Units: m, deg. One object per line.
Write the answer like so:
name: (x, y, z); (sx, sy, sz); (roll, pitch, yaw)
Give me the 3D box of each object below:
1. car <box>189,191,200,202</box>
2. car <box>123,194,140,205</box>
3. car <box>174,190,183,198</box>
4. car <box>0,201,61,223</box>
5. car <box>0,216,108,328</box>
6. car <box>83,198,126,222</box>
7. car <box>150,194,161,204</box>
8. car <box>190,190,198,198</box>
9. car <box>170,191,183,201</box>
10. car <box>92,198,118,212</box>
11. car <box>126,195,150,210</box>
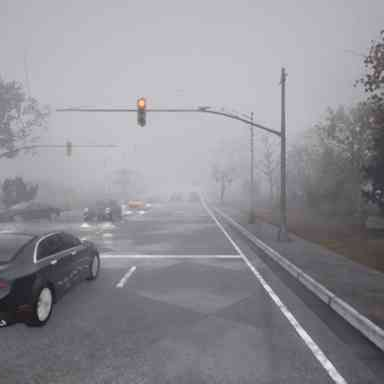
car: (0.492, 0.978, 63.880); (2.128, 1.511, 4.902); (0, 3, 0)
car: (-10.243, 1.300, 56.706); (1.882, 1.535, 5.008); (0, 2, 1)
car: (-3.032, 0.415, 74.460); (1.882, 1.535, 5.008); (0, 3, 0)
car: (-12.257, 1.467, 25.039); (1.882, 1.535, 5.008); (1, 0, 25)
car: (-3.374, 1.502, 6.997); (1.837, 1.490, 4.892); (0, 0, 0)
car: (-6.964, 1.340, 26.325); (2.097, 1.767, 4.553); (0, 0, 0)
car: (-6.712, 1.191, 59.400); (1.882, 1.535, 5.008); (0, 3, 1)
car: (0.462, 0.425, 74.247); (1.882, 1.535, 5.008); (0, 3, 0)
car: (-3.007, 0.812, 64.408); (2.097, 1.767, 4.553); (0, 3, 0)
car: (-10.374, 1.509, 40.061); (1.812, 1.442, 4.674); (0, 0, 0)
car: (-6.859, 1.460, 41.818); (1.882, 1.535, 5.008); (0, 0, 0)
